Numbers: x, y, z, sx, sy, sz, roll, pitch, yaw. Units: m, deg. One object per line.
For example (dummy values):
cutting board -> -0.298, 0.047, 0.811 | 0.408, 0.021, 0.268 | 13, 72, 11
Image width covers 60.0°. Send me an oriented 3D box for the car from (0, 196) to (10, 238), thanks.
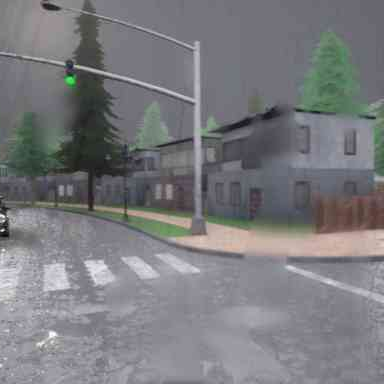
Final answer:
car -> -9.634, 1.105, 15.310 | 2.097, 1.767, 4.553 | -1, 1, -29
